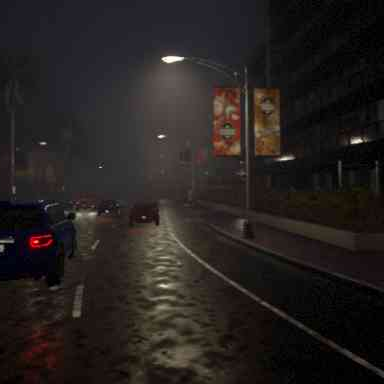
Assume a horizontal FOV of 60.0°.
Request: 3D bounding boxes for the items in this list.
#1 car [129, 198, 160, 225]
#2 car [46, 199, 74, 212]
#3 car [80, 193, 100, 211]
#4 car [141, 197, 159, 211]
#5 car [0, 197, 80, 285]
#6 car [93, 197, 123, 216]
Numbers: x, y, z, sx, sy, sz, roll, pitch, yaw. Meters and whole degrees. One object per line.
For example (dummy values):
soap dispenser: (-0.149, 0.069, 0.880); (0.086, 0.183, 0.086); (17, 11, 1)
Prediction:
car: (-3.282, 1.388, 23.129); (1.882, 1.535, 5.008); (-1, 1, -6)
car: (-15.583, 1.527, 39.457); (1.994, 1.385, 4.181); (-1, 0, -5)
car: (-12.028, 1.148, 38.933); (2.150, 2.045, 5.566); (-1, 0, -5)
car: (-5.020, 1.386, 40.693); (2.033, 1.411, 5.357); (-1, 0, -5)
car: (-4.597, 1.219, 9.290); (2.150, 2.045, 5.566); (-1, 0, -14)
car: (-7.624, 1.421, 31.196); (1.837, 1.490, 4.892); (-1, 0, -6)
